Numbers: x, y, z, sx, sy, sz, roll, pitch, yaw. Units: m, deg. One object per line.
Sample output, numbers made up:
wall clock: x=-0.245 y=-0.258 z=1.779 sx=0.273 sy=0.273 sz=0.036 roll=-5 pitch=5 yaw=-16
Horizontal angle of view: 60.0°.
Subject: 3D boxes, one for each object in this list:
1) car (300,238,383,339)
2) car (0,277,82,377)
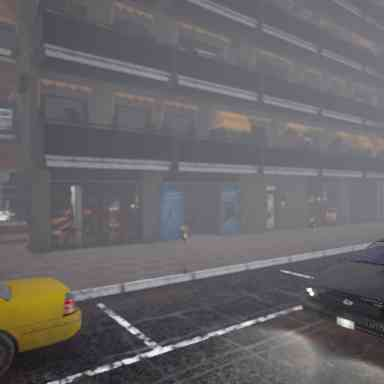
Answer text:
car: x=4.483 y=1.626 z=6.611 sx=5.357 sy=1.411 sz=2.033 roll=1 pitch=-1 yaw=-36
car: x=-3.836 y=1.532 z=3.812 sx=4.829 sy=1.417 sz=1.752 roll=1 pitch=-2 yaw=-36
